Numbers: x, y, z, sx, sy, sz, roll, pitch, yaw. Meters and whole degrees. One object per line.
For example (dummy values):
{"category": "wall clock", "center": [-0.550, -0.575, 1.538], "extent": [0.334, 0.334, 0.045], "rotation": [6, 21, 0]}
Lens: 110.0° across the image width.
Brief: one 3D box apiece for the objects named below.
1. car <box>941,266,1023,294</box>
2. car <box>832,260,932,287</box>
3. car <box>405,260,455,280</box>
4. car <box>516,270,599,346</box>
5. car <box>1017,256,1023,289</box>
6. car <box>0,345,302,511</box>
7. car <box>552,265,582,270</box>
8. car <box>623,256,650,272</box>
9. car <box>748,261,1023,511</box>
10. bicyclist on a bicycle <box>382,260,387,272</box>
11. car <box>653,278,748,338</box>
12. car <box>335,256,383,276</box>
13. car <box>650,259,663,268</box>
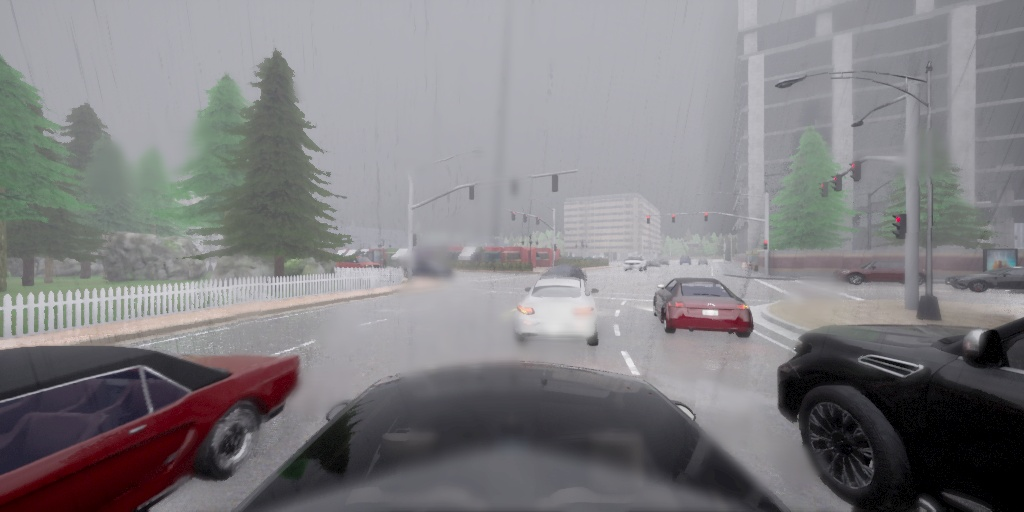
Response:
{"category": "car", "center": [28.002, 1.331, 20.154], "extent": [4.674, 1.442, 1.812], "rotation": [0, 0, 29]}
{"category": "car", "center": [25.914, 1.157, 25.388], "extent": [4.553, 1.767, 2.097], "rotation": [0, 0, 30]}
{"category": "car", "center": [-7.321, 1.157, 31.939], "extent": [4.553, 1.767, 2.097], "rotation": [0, 0, 30]}
{"category": "car", "center": [1.275, 1.276, 9.412], "extent": [1.812, 1.442, 4.674], "rotation": [0, 0, 11]}
{"category": "car", "center": [34.251, 1.026, 20.657], "extent": [5.566, 2.045, 2.150], "rotation": [0, 0, 30]}
{"category": "car", "center": [-3.461, 1.351, 1.956], "extent": [1.895, 1.301, 4.718], "rotation": [0, 0, 2]}
{"category": "car", "center": [3.665, 1.329, 24.675], "extent": [2.033, 1.411, 5.357], "rotation": [0, 0, 29]}
{"category": "car", "center": [16.276, 0.969, 47.312], "extent": [2.150, 2.045, 5.566], "rotation": [0, 0, 29]}
{"category": "car", "center": [3.737, 0.971, 1.190], "extent": [2.150, 2.045, 5.566], "rotation": [0, 0, 0]}
{"category": "bicyclist on a bicycle", "center": [-15.735, 1.257, 44.274], "extent": [0.582, 1.620, 1.656], "rotation": [0, 0, -23]}
{"category": "car", "center": [5.296, 1.314, 10.419], "extent": [1.994, 1.385, 4.181], "rotation": [0, 0, 17]}
{"category": "car", "center": [-15.663, 1.026, 36.674], "extent": [5.566, 2.045, 2.150], "rotation": [0, 0, 30]}
{"category": "car", "center": [23.808, 1.313, 60.735], "extent": [1.994, 1.385, 4.181], "rotation": [0, 0, 30]}
